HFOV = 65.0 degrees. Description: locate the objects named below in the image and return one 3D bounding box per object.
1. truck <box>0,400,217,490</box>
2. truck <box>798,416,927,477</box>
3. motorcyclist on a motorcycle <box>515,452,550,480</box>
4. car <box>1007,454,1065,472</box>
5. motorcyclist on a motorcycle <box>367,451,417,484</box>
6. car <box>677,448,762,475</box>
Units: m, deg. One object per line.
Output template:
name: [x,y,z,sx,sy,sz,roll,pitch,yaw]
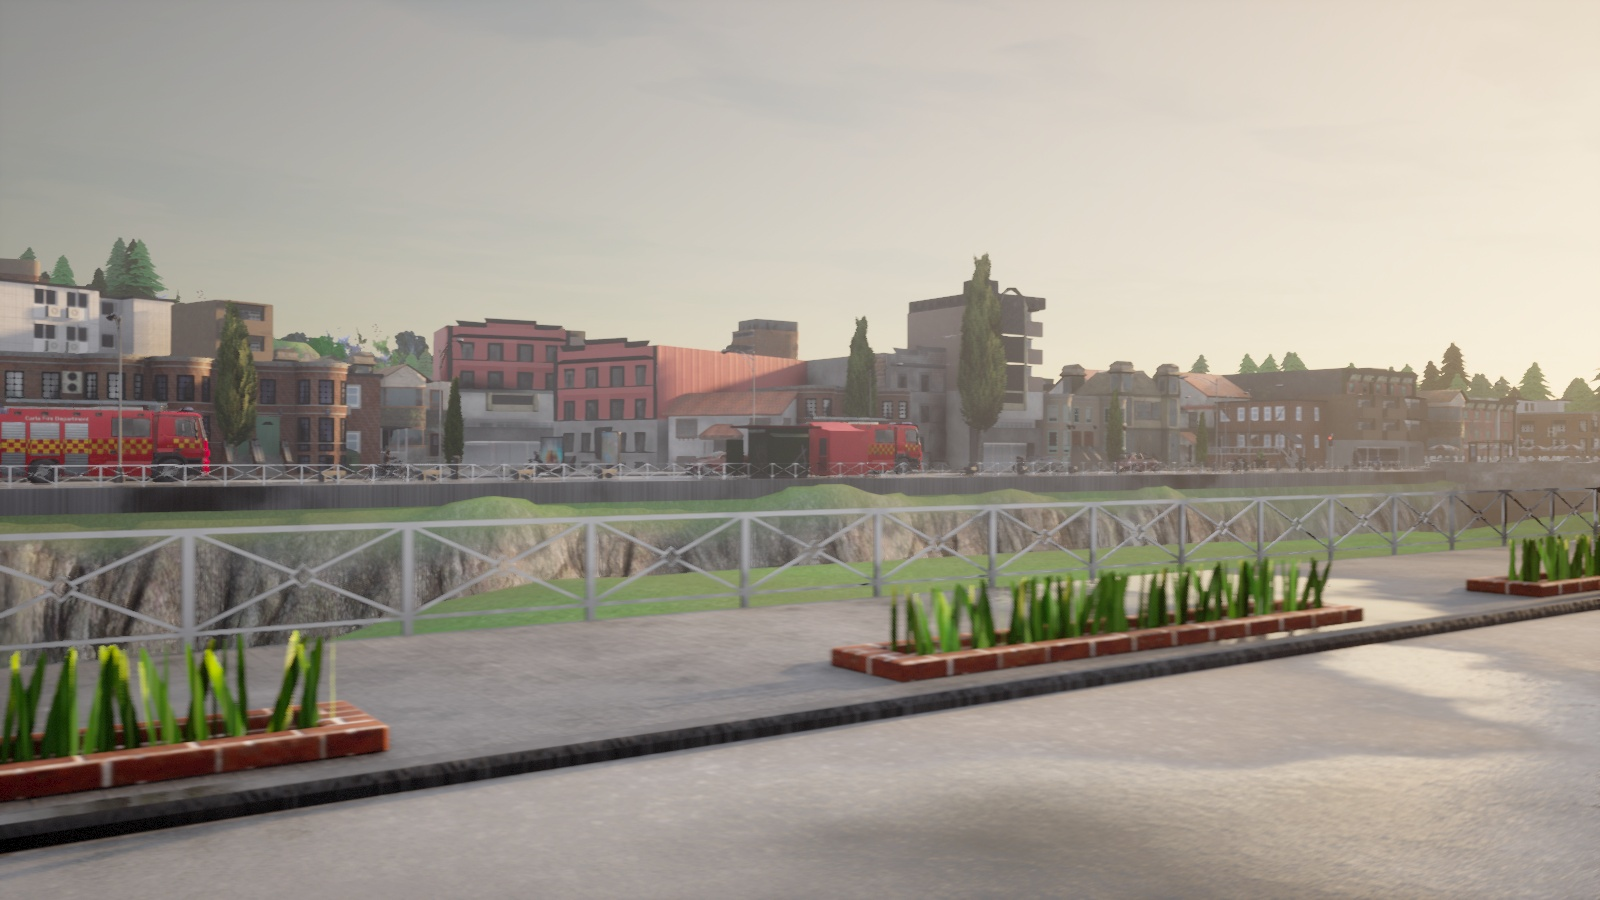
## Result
truck: [-31.552,-0.212,57.481,8.468,3.827,2.891,0,0,-35]
truck: [4.170,-0.226,82.371,8.468,3.827,2.891,0,0,-35]
motorcyclist on a motorcycle: [-15.625,0.911,73.442,1.817,1.590,0.866,0,0,-35]
car: [18.262,1.008,97.063,4.181,1.385,1.994,0,0,-34]
motorcyclist on a motorcycle: [-21.039,0.899,64.799,2.350,1.649,0.766,0,0,-35]
car: [-5.146,0.732,80.741,5.027,1.651,2.152,0,0,-34]
